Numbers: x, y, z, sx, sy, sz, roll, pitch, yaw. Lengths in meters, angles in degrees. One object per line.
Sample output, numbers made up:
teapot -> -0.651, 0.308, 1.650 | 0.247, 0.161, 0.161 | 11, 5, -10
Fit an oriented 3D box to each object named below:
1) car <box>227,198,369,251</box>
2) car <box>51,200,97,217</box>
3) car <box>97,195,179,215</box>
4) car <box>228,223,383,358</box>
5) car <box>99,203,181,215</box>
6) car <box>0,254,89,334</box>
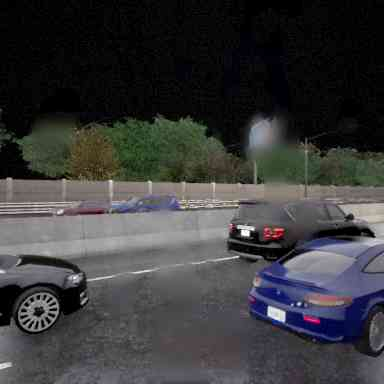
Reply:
car -> 3.637, 1.225, 10.734 | 5.566, 2.045, 2.150 | 0, 0, -36
car -> -7.849, 1.354, 24.268 | 4.553, 1.767, 2.097 | 0, 0, -36
car -> -3.352, 1.227, 23.209 | 5.566, 2.045, 2.150 | 0, 0, -36
car -> 3.030, 1.527, 5.981 | 4.674, 1.442, 1.812 | 0, 0, -36
car -> -2.862, 1.567, 19.238 | 4.181, 1.385, 1.994 | 0, 0, -36
car -> -4.127, 1.491, 5.089 | 4.902, 1.511, 2.128 | 0, 0, -36
